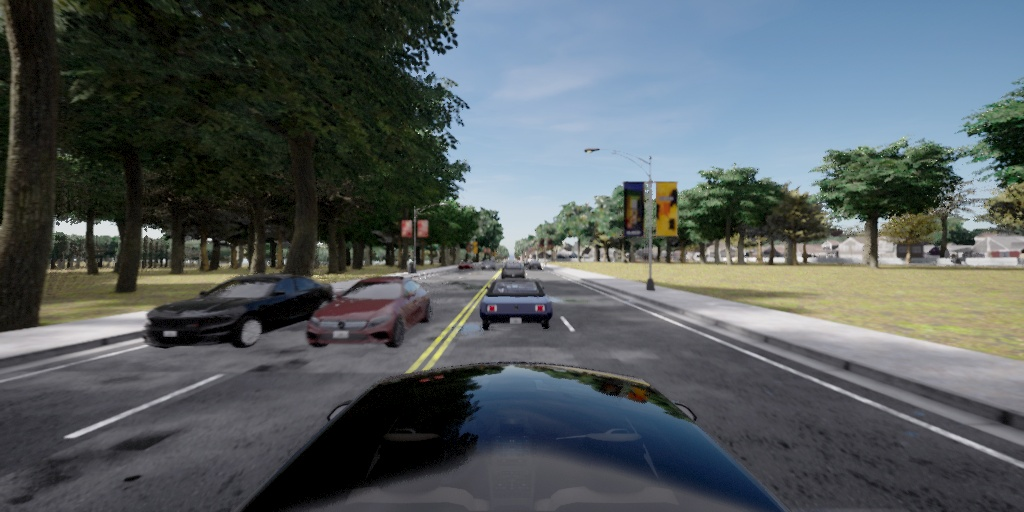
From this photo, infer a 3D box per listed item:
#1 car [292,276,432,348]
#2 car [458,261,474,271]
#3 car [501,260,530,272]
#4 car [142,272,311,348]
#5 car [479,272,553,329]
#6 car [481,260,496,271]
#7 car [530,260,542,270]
[{"bbox_3d":[-3.348,1.276,9.345,1.812,1.442,4.674,0,0,0],"label":"car"},{"bbox_3d":[-6.564,1.423,51.374,1.895,1.301,4.718,0,0,0],"label":"car"},{"bbox_3d":[0.106,1.260,29.142,2.128,1.511,4.902,0,0,0],"label":"car"},{"bbox_3d":[-6.598,1.227,9.419,1.882,1.535,5.008,0,0,0],"label":"car"},{"bbox_3d":[0.103,1.351,11.280,1.895,1.301,4.718,0,0,0],"label":"car"},{"bbox_3d":[-3.316,1.313,51.242,2.128,1.511,4.902,0,0,0],"label":"car"},{"bbox_3d":[3.358,1.355,53.696,1.812,1.442,4.674,0,0,0],"label":"car"}]
